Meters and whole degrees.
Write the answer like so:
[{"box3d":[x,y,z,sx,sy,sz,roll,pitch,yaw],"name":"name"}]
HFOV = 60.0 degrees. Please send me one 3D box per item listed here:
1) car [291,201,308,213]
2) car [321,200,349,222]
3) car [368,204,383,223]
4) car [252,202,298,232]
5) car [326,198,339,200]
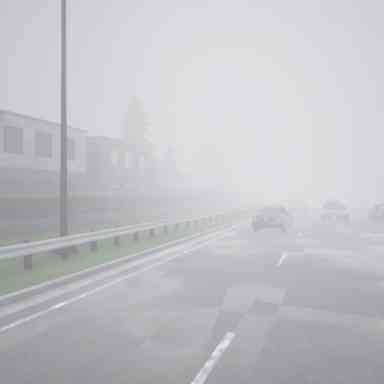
[{"box3d":[11.774,1.596,36.780,1.895,1.301,4.718,0,0,22],"name":"car"},{"box3d":[11.289,1.597,26.383,1.895,1.301,4.718,0,0,22],"name":"car"},{"box3d":[14.611,1.597,25.265,1.895,1.301,4.718,0,0,22],"name":"car"},{"box3d":[4.978,1.545,20.230,2.033,1.411,5.357,0,0,22],"name":"car"},{"box3d":[15.971,1.473,37.792,1.882,1.535,5.008,0,0,22],"name":"car"}]
